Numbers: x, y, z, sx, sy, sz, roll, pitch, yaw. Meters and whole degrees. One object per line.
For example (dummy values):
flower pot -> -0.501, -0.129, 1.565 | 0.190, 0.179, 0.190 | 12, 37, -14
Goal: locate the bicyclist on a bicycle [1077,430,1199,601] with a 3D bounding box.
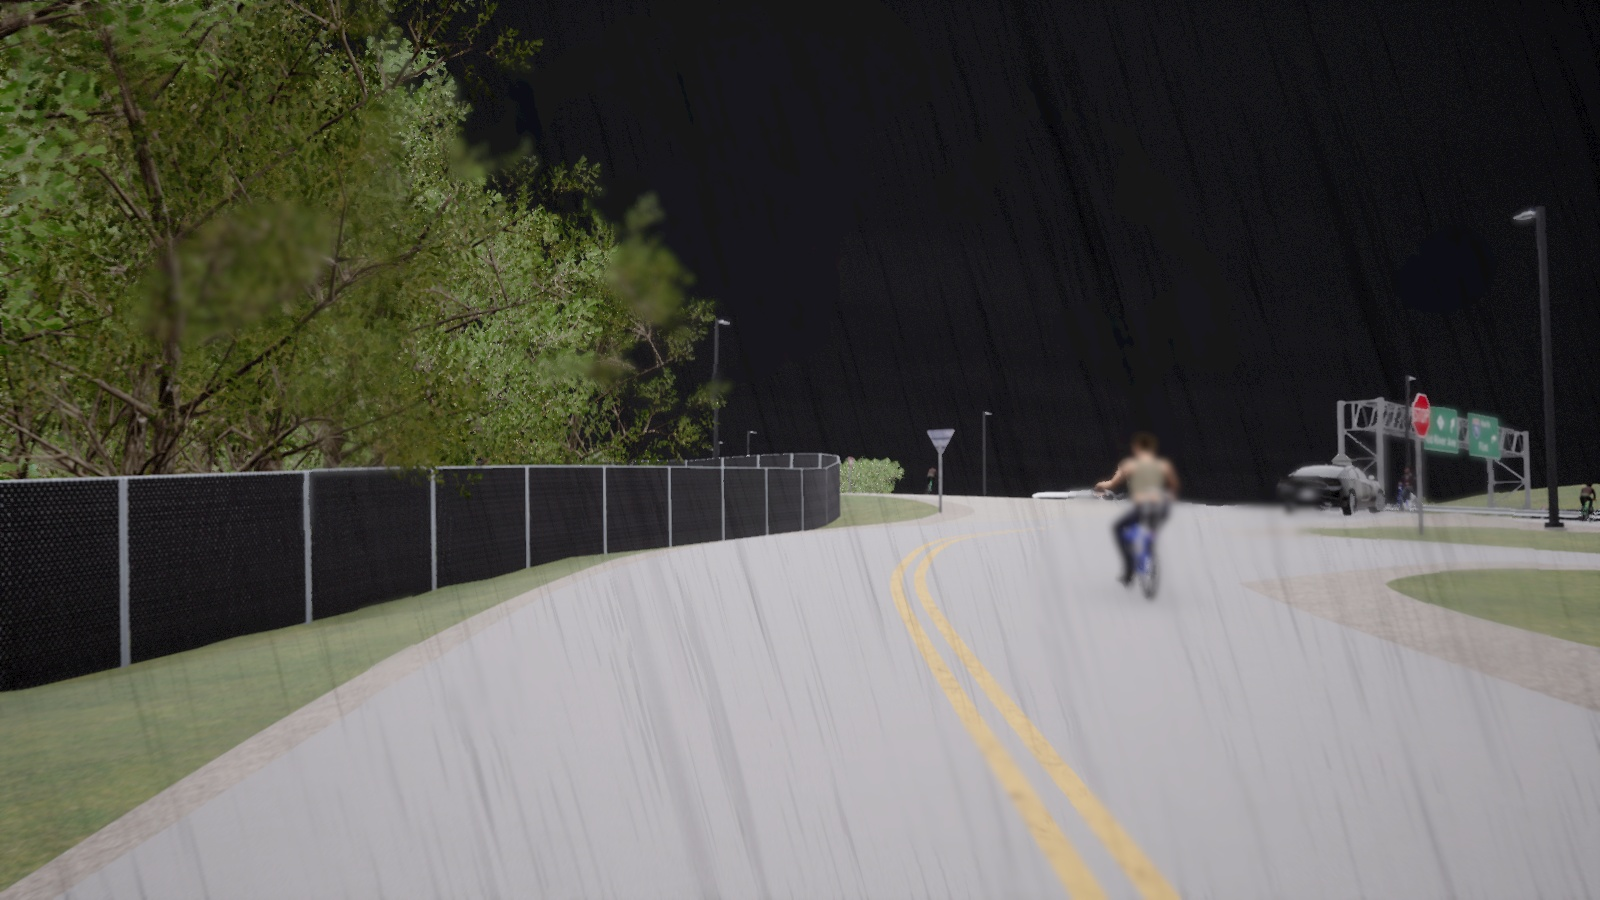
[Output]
bicyclist on a bicycle -> 3.378, 0.612, 12.698 | 0.866, 1.612, 1.509 | 1, 1, 3

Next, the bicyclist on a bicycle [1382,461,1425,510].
bicyclist on a bicycle -> 22.937, 1.367, 47.728 | 1.843, 1.776, 0.659 | 4, -3, -37

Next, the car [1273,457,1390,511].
car -> 16.215, 1.023, 38.174 | 1.882, 1.535, 5.008 | -1, -1, 40
